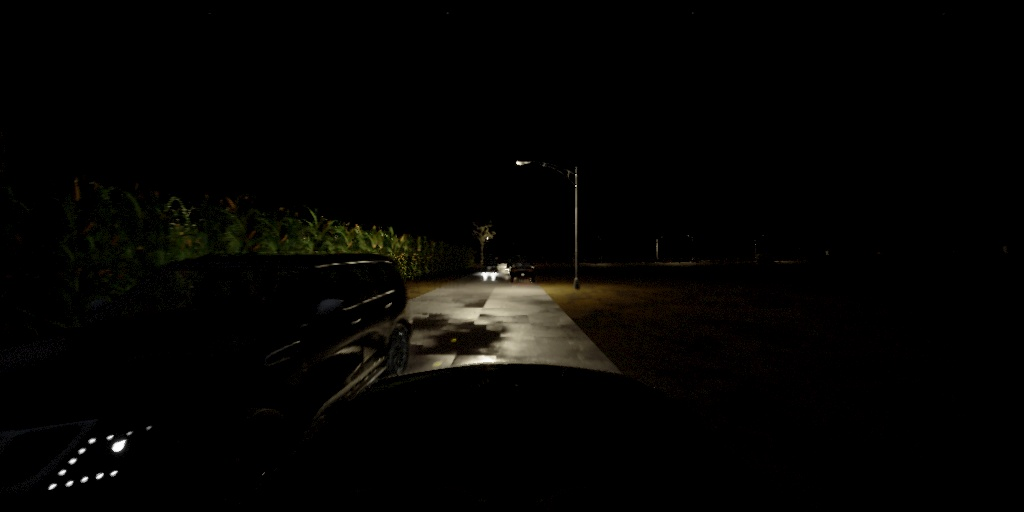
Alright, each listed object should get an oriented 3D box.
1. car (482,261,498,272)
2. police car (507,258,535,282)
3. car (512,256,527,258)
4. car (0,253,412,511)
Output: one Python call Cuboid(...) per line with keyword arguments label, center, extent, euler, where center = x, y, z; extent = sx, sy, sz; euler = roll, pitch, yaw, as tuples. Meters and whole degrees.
Cuboid(label="car", center=(-2.845, 1.348, 47.249), extent=(2.128, 1.511, 4.902), euler=(0, 0, 0))
Cuboid(label="police car", center=(0.814, 1.211, 29.374), extent=(1.930, 1.638, 5.238), euler=(0, 0, 0))
Cuboid(label="car", center=(0.811, 1.045, 39.297), extent=(2.150, 2.045, 5.566), euler=(0, 0, 0))
Cuboid(label="car", center=(-2.851, 0.972, 4.253), extent=(2.150, 2.045, 5.566), euler=(0, 0, 0))
